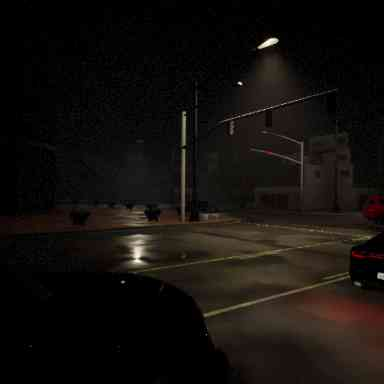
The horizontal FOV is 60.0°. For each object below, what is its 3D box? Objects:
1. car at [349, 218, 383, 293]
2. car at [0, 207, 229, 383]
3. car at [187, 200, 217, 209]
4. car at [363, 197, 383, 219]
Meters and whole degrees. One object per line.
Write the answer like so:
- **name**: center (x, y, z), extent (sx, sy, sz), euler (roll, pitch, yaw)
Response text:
- **car**: center (5.752, 1.498, 7.883), extent (5.008, 1.535, 1.882), euler (0, 0, -35)
- **car**: center (-2.327, 1.221, 2.084), extent (5.566, 2.045, 2.150), euler (0, 0, -36)
- **car**: center (0.937, 1.619, 37.369), extent (1.812, 1.442, 4.674), euler (1, -1, -35)
- **car**: center (15.143, 1.376, 23.401), extent (5.566, 2.045, 2.150), euler (0, 0, 18)
